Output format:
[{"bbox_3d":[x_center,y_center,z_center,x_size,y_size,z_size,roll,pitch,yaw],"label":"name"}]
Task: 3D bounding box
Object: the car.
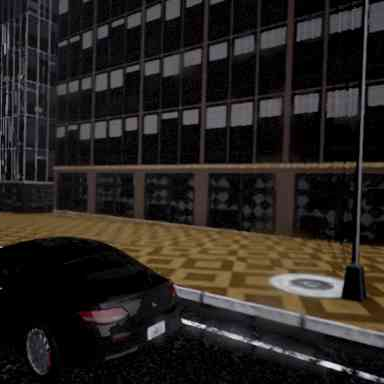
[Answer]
[{"bbox_3d":[-2.298,1.454,5.323,4.674,1.442,1.812,1,1,36],"label":"car"}]
